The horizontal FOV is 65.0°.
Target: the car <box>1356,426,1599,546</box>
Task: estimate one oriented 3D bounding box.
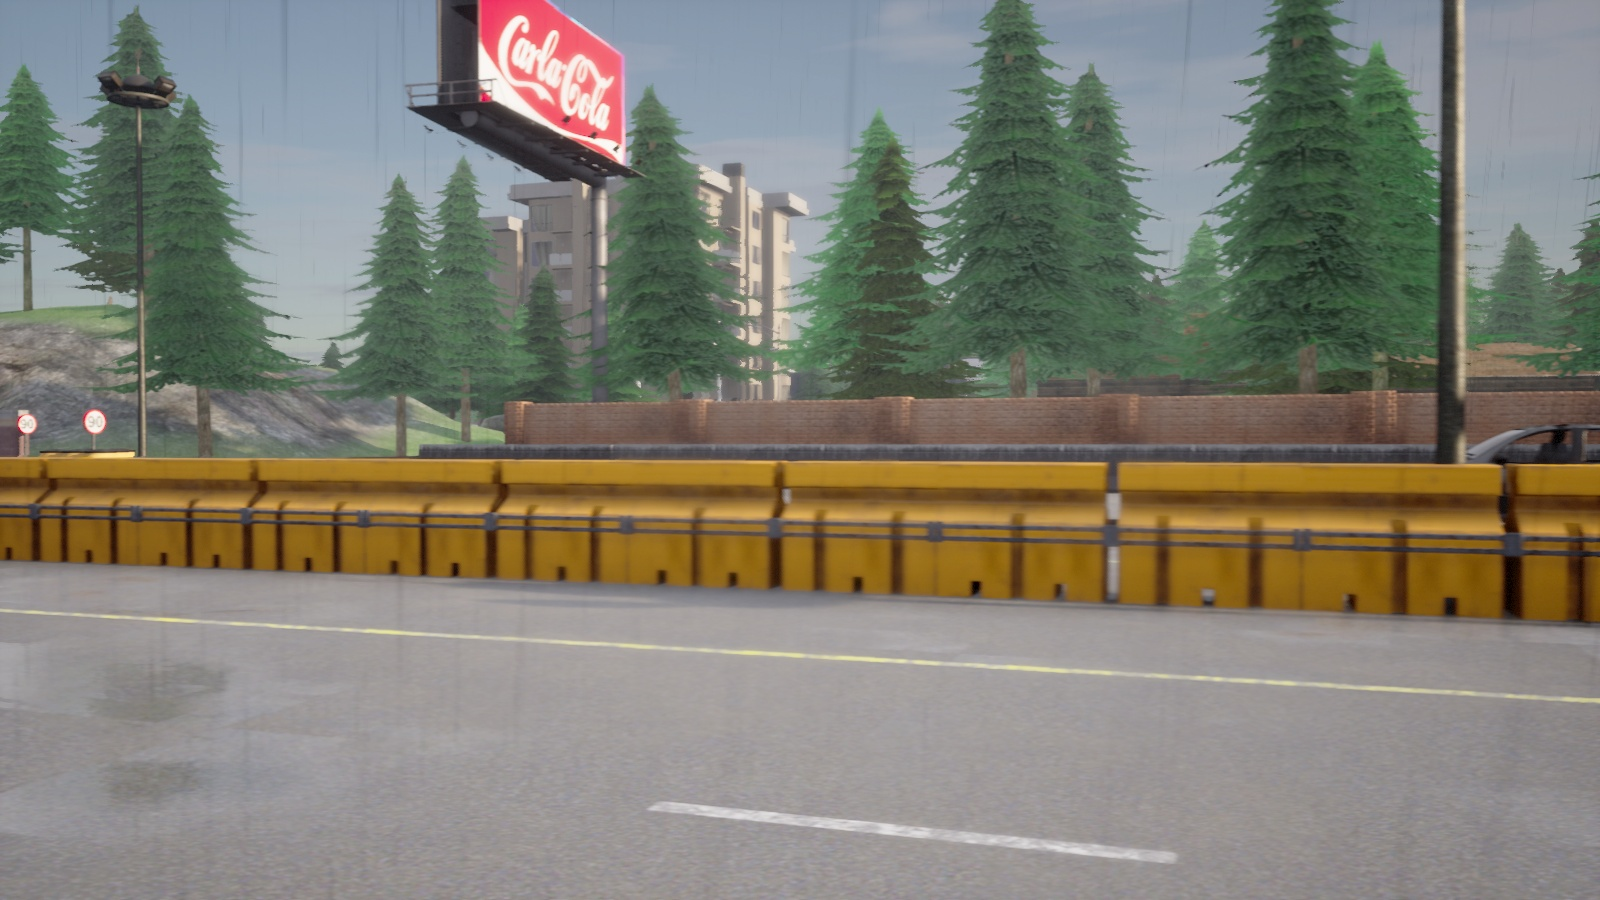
[{"bbox_3d":[10.326,0.473,18.180,3.988,1.617,1.851,1,1,19],"label":"car"}]
